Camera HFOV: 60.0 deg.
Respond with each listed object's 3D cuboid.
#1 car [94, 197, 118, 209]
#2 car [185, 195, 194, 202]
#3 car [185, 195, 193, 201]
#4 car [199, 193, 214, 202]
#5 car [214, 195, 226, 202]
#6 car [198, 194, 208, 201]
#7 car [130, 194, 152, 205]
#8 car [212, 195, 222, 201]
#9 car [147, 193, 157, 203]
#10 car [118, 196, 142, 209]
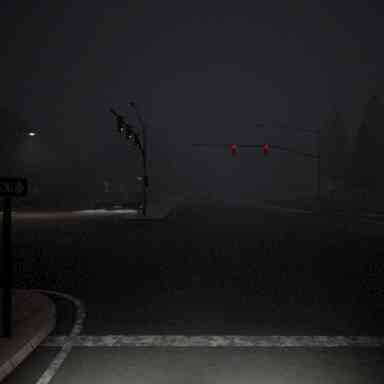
[{"bbox_3d":[-11.762,1.601,44.990,1.895,1.301,4.718,0,0,-1],"label":"car"},{"bbox_3d":[-0.590,1.478,73.054,1.882,1.535,5.008,0,0,-1],"label":"car"},{"bbox_3d":[-0.750,1.505,83.492,1.994,1.385,4.181,0,0,-1],"label":"car"},{"bbox_3d":[2.911,1.225,73.019,2.150,2.045,5.566,0,0,-1],"label":"car"},{"bbox_3d":[6.403,1.524,73.534,1.812,1.442,4.674,0,0,-1],"label":"car"},{"bbox_3d":[2.749,1.319,83.541,2.097,1.767,4.553,0,0,-1],"label":"car"},{"bbox_3d":[-8.403,1.548,54.765,2.033,1.411,5.357,0,0,-1],"label":"car"},{"bbox_3d":[6.249,1.482,83.610,2.128,1.511,4.902,0,0,-1],"label":"car"},{"bbox_3d":[-8.525,1.223,68.348,2.150,2.045,5.566,0,0,0],"label":"car"},{"bbox_3d":[-8.263,1.601,45.120,1.895,1.301,4.718,0,0,-1],"label":"car"}]
